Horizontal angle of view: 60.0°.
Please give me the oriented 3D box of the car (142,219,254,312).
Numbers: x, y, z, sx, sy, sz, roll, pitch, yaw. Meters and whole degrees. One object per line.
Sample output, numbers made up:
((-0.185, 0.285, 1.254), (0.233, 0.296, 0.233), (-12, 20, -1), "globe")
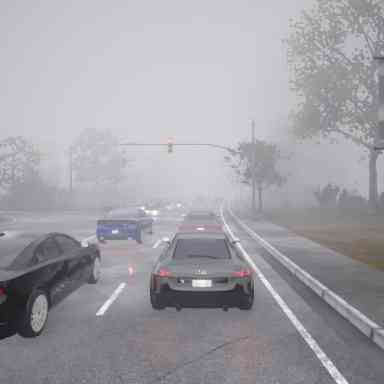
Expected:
((0.216, 1.564, 7.818), (1.994, 1.385, 4.181), (0, 0, 1), "car")

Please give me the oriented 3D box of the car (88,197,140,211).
((-7.958, 1.492, 33.564), (4.902, 1.511, 2.128), (0, 0, -9), "car")

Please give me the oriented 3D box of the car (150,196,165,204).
((-6.477, 1.564, 62.600), (1.994, 1.385, 4.181), (0, 0, 7), "car")

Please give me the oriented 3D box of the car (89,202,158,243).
((-3.068, 1.478, 16.054), (1.882, 1.535, 5.008), (0, 0, 2), "car")

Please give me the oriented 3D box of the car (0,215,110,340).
((-3.303, 1.478, 6.655), (1.882, 1.535, 5.008), (0, 0, 1), "car")

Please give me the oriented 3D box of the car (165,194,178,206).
((-4.026, 1.505, 53.811), (1.837, 1.490, 4.892), (0, 0, 7), "car")

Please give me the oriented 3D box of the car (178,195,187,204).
((-2.783, 1.601, 63.860), (1.895, 1.301, 4.718), (0, 0, 8), "car")

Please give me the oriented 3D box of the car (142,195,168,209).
((-4.960, 1.491, 44.558), (2.128, 1.511, 4.902), (0, 0, 5), "car")

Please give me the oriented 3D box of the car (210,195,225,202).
((5.813, 1.472, 74.296), (1.882, 1.535, 5.008), (0, 0, 9), "car")

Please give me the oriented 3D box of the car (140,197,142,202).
((-8.572, 1.491, 43.477), (2.128, 1.511, 4.902), (0, 0, 5), "car")

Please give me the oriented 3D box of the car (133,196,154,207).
((-7.667, 1.491, 52.660), (2.128, 1.511, 4.902), (0, 0, 6), "car")

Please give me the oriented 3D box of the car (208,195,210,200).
((3.974, 1.478, 84.654), (1.882, 1.535, 5.008), (0, 0, 10), "car")

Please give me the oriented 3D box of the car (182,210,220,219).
((0.440, 1.564, 16.218), (1.994, 1.385, 4.181), (0, 0, 2), "car")

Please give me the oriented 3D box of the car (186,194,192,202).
((-1.138, 1.351, 75.157), (2.097, 1.767, 4.553), (0, 0, 9), "car")

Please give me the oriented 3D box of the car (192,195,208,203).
((1.743, 1.503, 69.876), (1.837, 1.490, 4.892), (0, 0, 8), "car")
